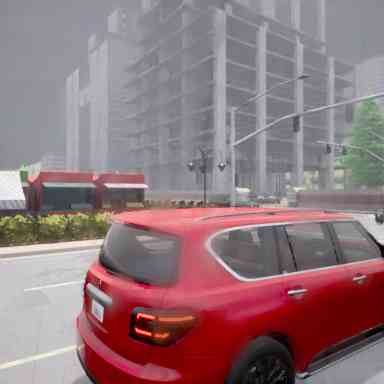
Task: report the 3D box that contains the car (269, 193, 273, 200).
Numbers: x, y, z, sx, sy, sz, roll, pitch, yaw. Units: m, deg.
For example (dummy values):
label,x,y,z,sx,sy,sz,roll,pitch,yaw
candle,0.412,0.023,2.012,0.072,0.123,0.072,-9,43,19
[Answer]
label,x,y,z,sx,sy,sz,roll,pitch,yaw
car,11.664,1.114,58.231,1.905,1.878,3.866,0,0,-36

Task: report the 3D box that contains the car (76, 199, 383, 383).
label,x,y,z,sx,sy,sz,roll,pitch,yaw
car,1.292,1.221,4.713,5.566,2.045,2.150,0,0,-35

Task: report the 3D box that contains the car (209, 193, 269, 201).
label,x,y,z,sx,sy,sz,roll,pitch,yaw
car,3.617,1.166,29.021,2.150,2.045,5.566,0,0,-36

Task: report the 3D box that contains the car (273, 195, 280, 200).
label,x,y,z,sx,sy,sz,roll,pitch,yaw
car,14.053,1.114,59.946,1.905,1.878,3.866,0,0,-36

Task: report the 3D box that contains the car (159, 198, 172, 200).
label,x,y,z,sx,sy,sz,roll,pitch,yaw
car,-2.957,1.422,38.071,1.882,1.535,5.008,0,0,-36
